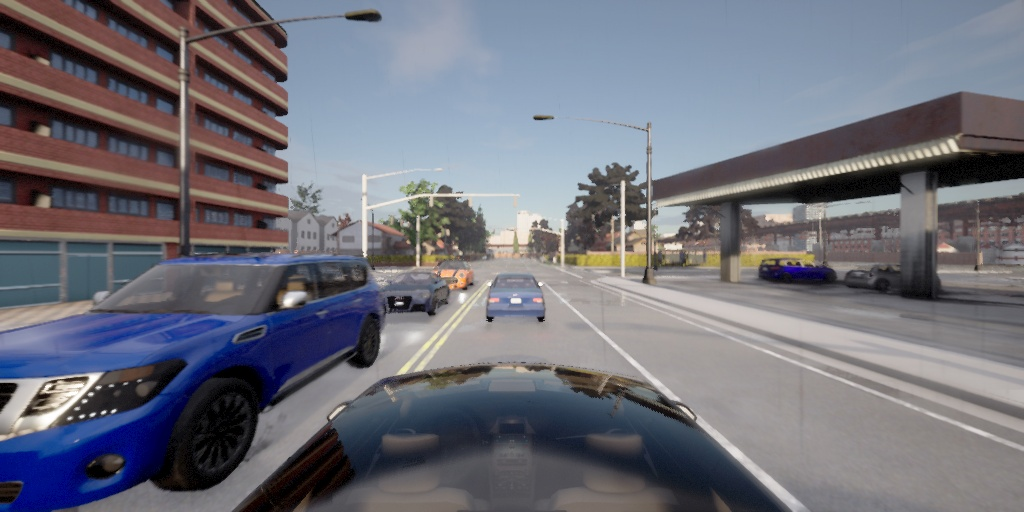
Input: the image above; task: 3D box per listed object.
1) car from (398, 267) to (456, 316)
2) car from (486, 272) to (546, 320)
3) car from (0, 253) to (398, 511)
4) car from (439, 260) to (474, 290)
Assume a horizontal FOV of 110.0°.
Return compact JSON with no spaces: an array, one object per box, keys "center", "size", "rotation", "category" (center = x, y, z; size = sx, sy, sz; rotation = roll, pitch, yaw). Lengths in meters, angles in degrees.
[{"center":[-3.494,1.281,13.100],"size":[1.994,1.385,4.181],"rotation":[0,0,0],"category":"car"},{"center":[0.108,1.267,12.354],"size":[2.033,1.411,5.357],"rotation":[0,0,0],"category":"car"},{"center":[-3.593,0.966,4.929],"size":[2.150,2.045,5.566],"rotation":[0,0,0],"category":"car"},{"center":[-3.516,1.045,21.552],"size":[2.097,1.767,4.553],"rotation":[0,0,0],"category":"car"}]
